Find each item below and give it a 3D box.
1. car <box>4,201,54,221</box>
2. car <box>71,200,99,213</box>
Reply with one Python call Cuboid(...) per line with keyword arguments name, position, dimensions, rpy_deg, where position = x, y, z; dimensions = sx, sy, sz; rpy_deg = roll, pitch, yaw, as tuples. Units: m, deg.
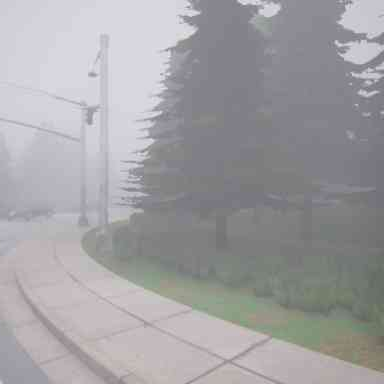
Cuboid(name="car", position=(-13.660, 1.558, 28.230), dimensions=(2.128, 1.511, 4.902), rpy_deg=(0, 0, 9))
Cuboid(name="car", position=(-11.987, 1.631, 38.133), dimensions=(1.812, 1.442, 4.674), rpy_deg=(0, 0, 11))
